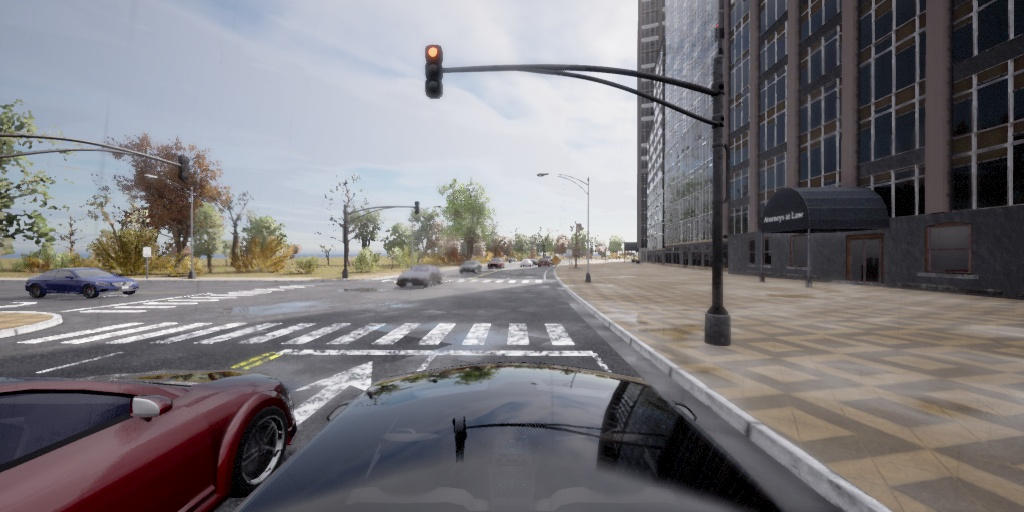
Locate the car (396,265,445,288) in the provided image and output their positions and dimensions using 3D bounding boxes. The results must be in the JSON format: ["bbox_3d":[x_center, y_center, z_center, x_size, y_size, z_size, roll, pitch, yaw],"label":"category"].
[{"bbox_3d":[-5.878,1.295,23.765,2.033,1.411,5.357,0,0,3],"label":"car"}]

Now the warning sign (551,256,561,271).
[{"bbox_3d":[5.397,0.868,43.986,1.300,1.860,1.060,0,0,7],"label":"warning sign"}]

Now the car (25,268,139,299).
[{"bbox_3d":[-21.674,1.322,18.105,4.674,1.442,1.812,0,0,4],"label":"car"}]

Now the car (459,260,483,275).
[{"bbox_3d":[-4.511,1.252,39.968,1.837,1.490,4.892,0,0,6],"label":"car"}]

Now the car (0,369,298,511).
[{"bbox_3d":[-3.108,1.314,1.836,1.994,1.385,4.181,0,0,0],"label":"car"}]

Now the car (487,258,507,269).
[{"bbox_3d":[-2.472,1.103,55.870,2.097,1.767,4.553,0,0,8],"label":"car"}]
